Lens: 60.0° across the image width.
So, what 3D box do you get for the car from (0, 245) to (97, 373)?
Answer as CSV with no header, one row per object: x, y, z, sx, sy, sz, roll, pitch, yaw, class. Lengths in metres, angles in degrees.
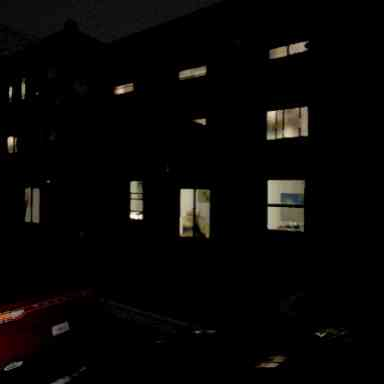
-3.432,1.543,5.388,4.507,1.381,1.887,0,1,35,car

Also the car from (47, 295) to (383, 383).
1.146,1.582,2.086,4.206,1.307,1.802,0,1,35,car
